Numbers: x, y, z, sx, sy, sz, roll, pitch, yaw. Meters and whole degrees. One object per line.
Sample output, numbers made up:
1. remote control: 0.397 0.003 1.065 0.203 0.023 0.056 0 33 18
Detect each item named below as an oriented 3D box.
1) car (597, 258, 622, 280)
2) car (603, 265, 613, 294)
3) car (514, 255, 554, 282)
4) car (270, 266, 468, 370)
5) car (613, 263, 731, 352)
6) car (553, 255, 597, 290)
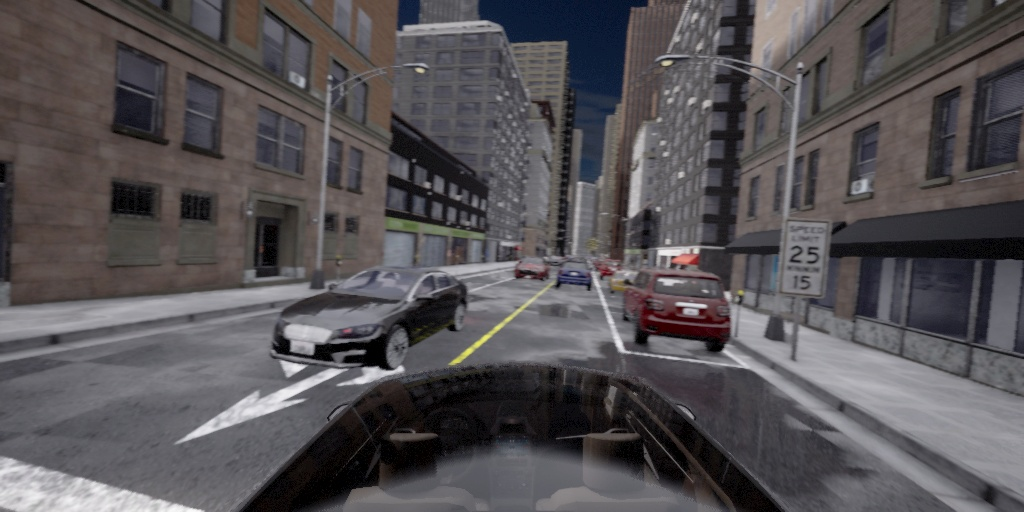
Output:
1. car: 8.794 1.238 32.082 2.192 1.841 5.009 0 0 12
2. car: 6.537 1.459 21.184 1.751 1.417 4.829 0 0 12
3. car: 1.570 0.821 26.111 2.097 1.767 4.553 5 1 12
4. car: -2.347 0.976 7.286 2.128 1.511 4.902 5 1 12
5. car: 4.211 1.259 9.953 2.192 1.841 5.009 0 0 12
6. car: 4.070 1.064 22.977 2.097 1.767 4.553 5 1 12
